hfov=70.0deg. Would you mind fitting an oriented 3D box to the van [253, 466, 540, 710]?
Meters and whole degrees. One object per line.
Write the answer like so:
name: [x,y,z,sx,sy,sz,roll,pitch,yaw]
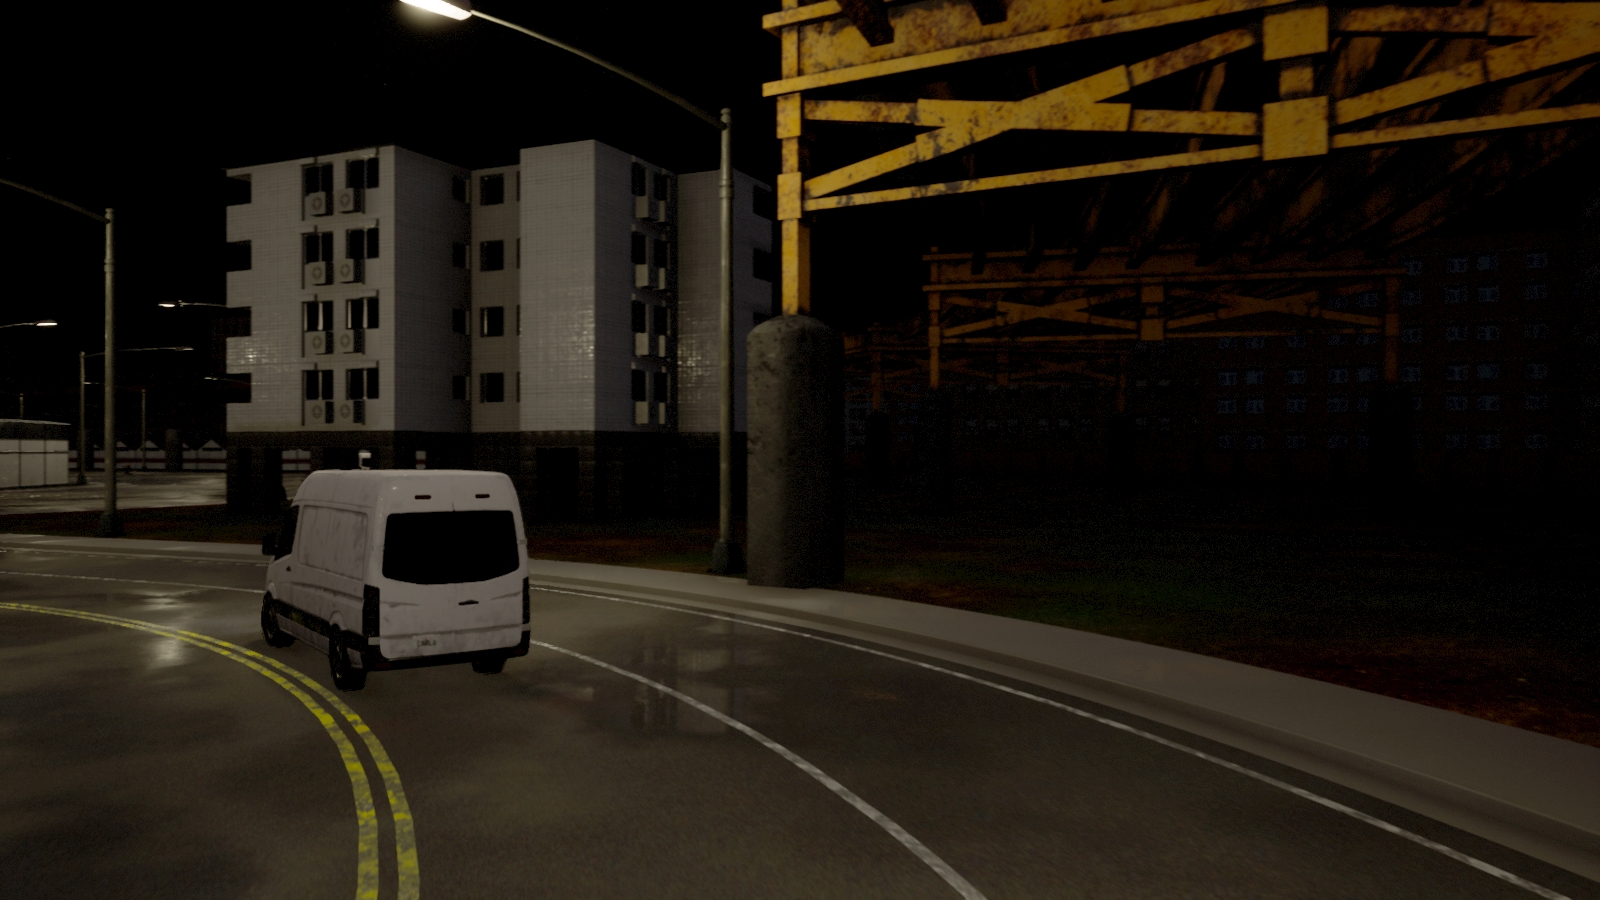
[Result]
van: [-5.640,1.535,15.326,1.988,2.561,5.915,0,0,-36]
